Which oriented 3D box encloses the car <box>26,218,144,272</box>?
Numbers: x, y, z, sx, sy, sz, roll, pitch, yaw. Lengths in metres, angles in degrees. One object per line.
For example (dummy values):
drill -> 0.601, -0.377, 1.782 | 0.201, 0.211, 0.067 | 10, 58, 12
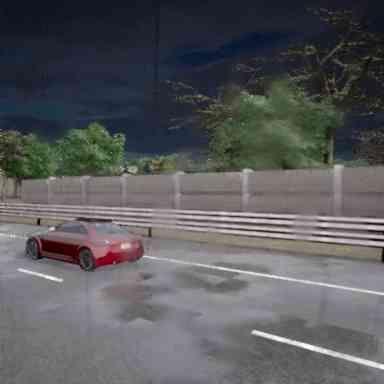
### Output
car -> -3.549, 1.540, 10.824 | 4.181, 1.385, 1.994 | 0, 0, 36
